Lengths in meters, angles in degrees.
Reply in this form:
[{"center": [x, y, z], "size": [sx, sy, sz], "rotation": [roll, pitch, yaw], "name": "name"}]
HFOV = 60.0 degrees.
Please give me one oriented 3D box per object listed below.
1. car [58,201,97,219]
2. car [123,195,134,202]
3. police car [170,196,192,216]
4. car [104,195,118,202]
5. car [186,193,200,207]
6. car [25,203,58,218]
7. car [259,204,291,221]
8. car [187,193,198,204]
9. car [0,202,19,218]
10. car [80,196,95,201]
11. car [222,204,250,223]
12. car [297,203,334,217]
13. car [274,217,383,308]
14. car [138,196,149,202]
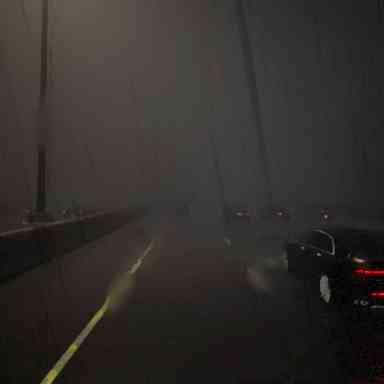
[{"center": [-10.597, 1.787, 31.601], "size": [1.895, 1.301, 4.718], "rotation": [0, 0, 0], "name": "car"}, {"center": [-13.998, 1.507, 73.791], "size": [2.128, 1.511, 4.902], "rotation": [0, 0, 0], "name": "car"}, {"center": [-1.224, 1.609, 34.921], "size": [1.930, 1.638, 5.238], "rotation": [0, 0, 0], "name": "police car"}, {"center": [-17.498, 1.341, 72.163], "size": [2.097, 1.767, 4.553], "rotation": [0, 0, 0], "name": "car"}, {"center": [0.003, 1.337, 52.667], "size": [2.150, 2.045, 5.566], "rotation": [0, 0, 0], "name": "car"}, {"center": [-14.097, 1.787, 32.007], "size": [1.895, 1.301, 4.718], "rotation": [0, 0, 0], "name": "car"}, {"center": [7.100, 1.748, 28.861], "size": [1.994, 1.385, 4.181], "rotation": [0, 0, 0], "name": "car"}, {"center": [0.003, 1.222, 67.679], "size": [2.150, 2.045, 5.566], "rotation": [0, 0, 0], "name": "car"}, {"center": [-17.597, 1.677, 30.049], "size": [2.128, 1.511, 4.902], "rotation": [0, 0, 0], "name": "car"}, {"center": [-20.999, 1.511, 66.866], "size": [1.882, 1.535, 5.008], "rotation": [0, 0, 0], "name": "car"}, {"center": [3.600, 1.730, 27.711], "size": [2.033, 1.411, 5.357], "rotation": [0, 0, 0], "name": "car"}, {"center": [10.600, 1.690, 28.758], "size": [1.837, 1.490, 4.892], "rotation": [0, 0, 0], "name": "car"}, {"center": [3.600, 1.589, 8.105], "size": [1.837, 1.490, 4.892], "rotation": [0, 0, 0], "name": "car"}, {"center": [-10.498, 1.486, 72.966], "size": [2.033, 1.411, 5.357], "rotation": [0, 0, 0], "name": "car"}]
